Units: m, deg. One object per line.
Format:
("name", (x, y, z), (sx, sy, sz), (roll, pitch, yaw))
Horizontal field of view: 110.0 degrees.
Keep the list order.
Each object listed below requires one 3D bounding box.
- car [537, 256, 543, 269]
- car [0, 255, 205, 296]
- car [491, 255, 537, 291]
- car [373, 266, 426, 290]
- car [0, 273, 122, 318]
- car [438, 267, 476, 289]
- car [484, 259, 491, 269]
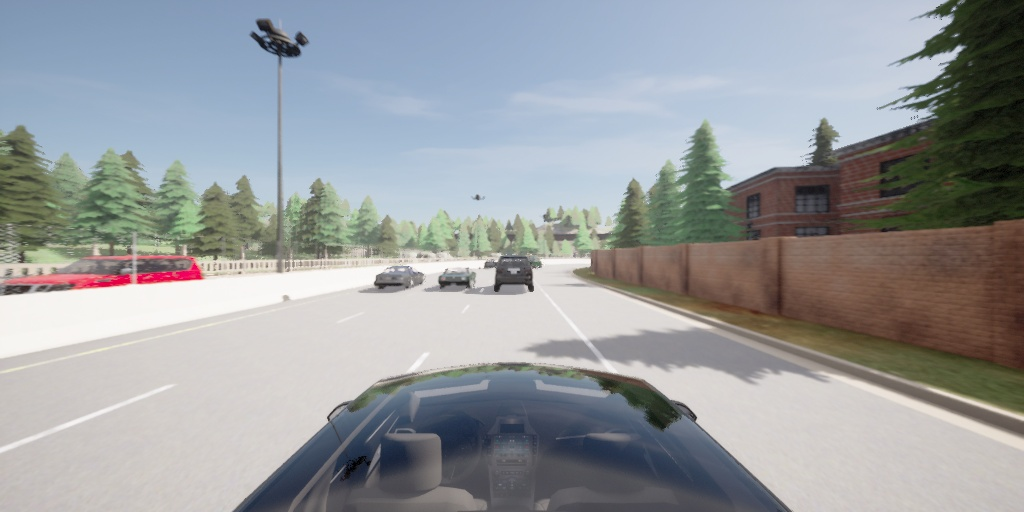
("car", (2.944, 0.978, 52.681), (2.150, 2.045, 5.566), (-1, 0, 18))
("car", (-14.025, 0.974, 12.826), (2.150, 2.045, 5.566), (0, 0, 1))
("car", (0.107, 0.974, 21.860), (2.150, 2.045, 5.566), (0, 0, 0))
("car", (-6.894, 1.299, 22.479), (2.033, 1.411, 5.357), (0, 0, 0))
("car", (-17.525, 1.350, 12.856), (1.895, 1.301, 4.718), (0, 0, 1))
("car", (-3.392, 1.353, 23.136), (1.895, 1.301, 4.718), (0, 0, 0))
("car", (-2.795, 1.248, 56.542), (2.128, 1.511, 4.902), (-1, 0, 18))
